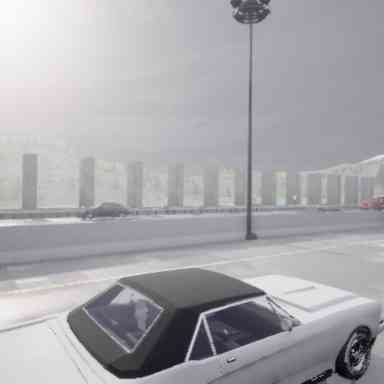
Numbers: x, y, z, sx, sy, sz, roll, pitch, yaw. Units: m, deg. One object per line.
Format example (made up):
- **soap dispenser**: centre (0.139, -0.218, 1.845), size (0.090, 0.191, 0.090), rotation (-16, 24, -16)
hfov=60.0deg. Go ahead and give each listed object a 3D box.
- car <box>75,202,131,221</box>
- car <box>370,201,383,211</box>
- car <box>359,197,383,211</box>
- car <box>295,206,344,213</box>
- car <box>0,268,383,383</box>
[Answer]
- **car**: centre (-7.572, 1.615, 28.506), size (4.674, 1.442, 1.812), rotation (1, -1, -34)
- **car**: centre (24.553, 2.065, 41.075), size (4.718, 1.301, 1.895), rotation (1, 0, -33)
- **car**: centre (25.328, 1.721, 45.741), size (5.566, 2.045, 2.150), rotation (1, 0, -33)
- **car**: centre (10.872, 1.862, 28.132), size (4.718, 1.301, 1.895), rotation (1, 0, -33)
- **car**: centre (0.253, 1.624, 3.898), size (4.718, 1.301, 1.895), rotation (1, 0, -35)
